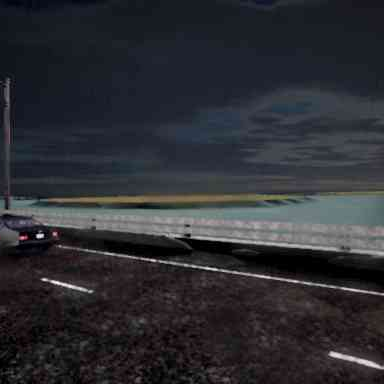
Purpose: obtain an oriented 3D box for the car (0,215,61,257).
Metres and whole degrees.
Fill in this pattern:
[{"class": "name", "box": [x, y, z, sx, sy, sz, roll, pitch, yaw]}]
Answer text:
[{"class": "car", "box": [-7.593, 1.678, 13.632, 5.357, 1.411, 2.033, -1, 0, 36]}]
